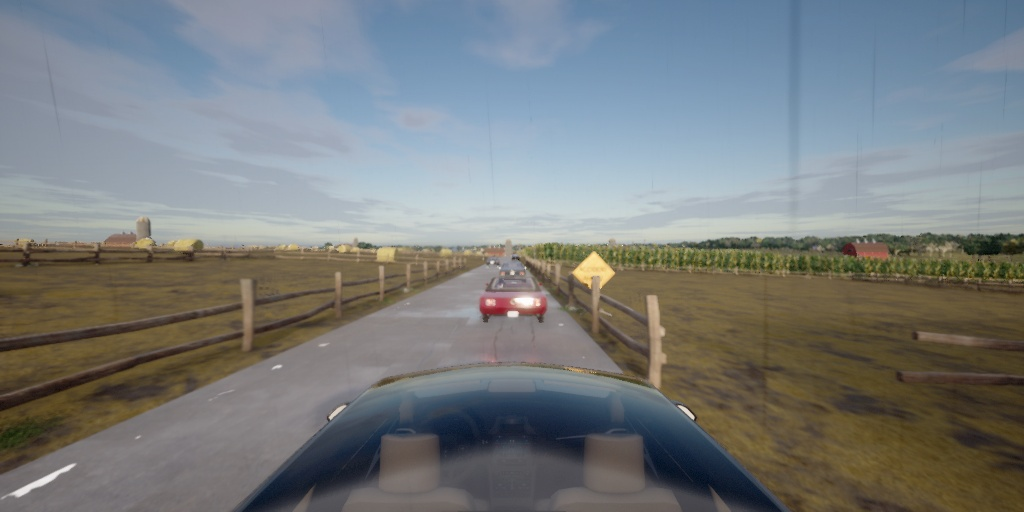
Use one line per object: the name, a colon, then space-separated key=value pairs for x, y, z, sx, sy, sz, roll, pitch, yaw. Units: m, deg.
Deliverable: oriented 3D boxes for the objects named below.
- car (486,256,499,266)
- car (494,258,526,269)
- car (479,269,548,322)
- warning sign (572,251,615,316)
car: x=-2.826 y=0.755 z=53.803 sx=2.128 sy=1.511 sz=4.902 roll=0 pitch=1 yaw=0
car: x=0.039 y=1.104 z=25.205 sx=2.033 sy=1.411 sz=5.357 roll=0 pitch=1 yaw=0
car: x=0.058 y=1.267 z=11.865 sx=1.895 sy=1.301 sz=4.718 roll=0 pitch=0 yaw=1
warning sign: x=2.448 y=0.789 z=10.919 sx=1.300 sy=1.860 sz=1.060 roll=0 pitch=0 yaw=0
